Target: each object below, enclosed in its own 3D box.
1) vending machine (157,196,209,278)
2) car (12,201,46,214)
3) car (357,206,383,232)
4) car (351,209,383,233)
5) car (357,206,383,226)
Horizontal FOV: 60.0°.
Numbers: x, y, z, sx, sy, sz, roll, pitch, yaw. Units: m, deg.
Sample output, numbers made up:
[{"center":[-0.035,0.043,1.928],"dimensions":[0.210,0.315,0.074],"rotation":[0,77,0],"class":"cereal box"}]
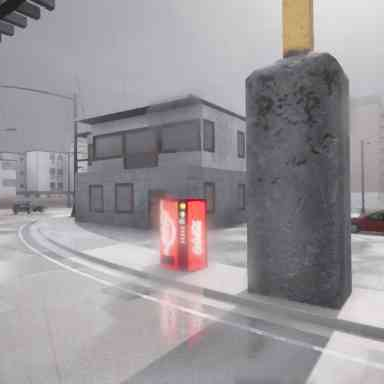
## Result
[{"center":[-0.251,1.185,9.303],"dimensions":[0.880,2.100,1.100],"rotation":[-1,0,44],"class":"vending machine"},{"center":[-18.553,1.749,38.157],"dimensions":[2.128,1.511,4.902],"rotation":[-1,-1,2],"class":"car"},{"center":[13.583,1.883,22.670],"dimensions":[3.988,1.617,1.851],"rotation":[1,0,34],"class":"car"},{"center":[11.797,1.873,20.256],"dimensions":[5.357,1.415,2.033],"rotation":[0,0,34],"class":"car"},{"center":[16.953,2.035,28.237],"dimensions":[5.027,1.636,2.152],"rotation":[-1,0,34],"class":"car"}]
